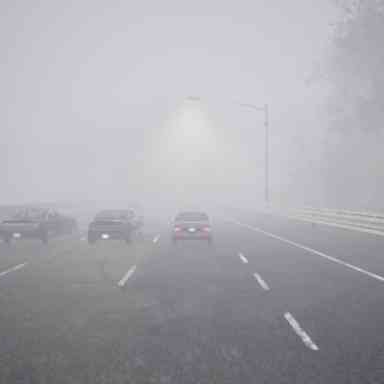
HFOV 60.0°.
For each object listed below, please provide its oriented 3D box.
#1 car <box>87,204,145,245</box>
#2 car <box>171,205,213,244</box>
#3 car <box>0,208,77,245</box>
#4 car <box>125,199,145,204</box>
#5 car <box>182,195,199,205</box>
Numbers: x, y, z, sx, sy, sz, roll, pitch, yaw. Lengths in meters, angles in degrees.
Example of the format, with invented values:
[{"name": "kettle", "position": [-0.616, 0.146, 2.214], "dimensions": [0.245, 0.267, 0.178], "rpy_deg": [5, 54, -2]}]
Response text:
[{"name": "car", "position": [-3.499, 1.536, 15.842], "dimensions": [1.837, 1.490, 4.892], "rpy_deg": [0, 0, 0]}, {"name": "car", "position": [0.000, 1.578, 15.972], "dimensions": [2.033, 1.411, 5.357], "rpy_deg": [0, 0, 0]}, {"name": "car", "position": [-7.001, 1.521, 15.717], "dimensions": [2.128, 1.511, 4.902], "rpy_deg": [0, 0, 0]}, {"name": "car", "position": [-7.003, 1.584, 40.985], "dimensions": [1.837, 1.490, 4.892], "rpy_deg": [0, 0, 0]}, {"name": "car", "position": [-0.003, 1.578, 45.498], "dimensions": [2.128, 1.511, 4.902], "rpy_deg": [0, 0, 0]}]
